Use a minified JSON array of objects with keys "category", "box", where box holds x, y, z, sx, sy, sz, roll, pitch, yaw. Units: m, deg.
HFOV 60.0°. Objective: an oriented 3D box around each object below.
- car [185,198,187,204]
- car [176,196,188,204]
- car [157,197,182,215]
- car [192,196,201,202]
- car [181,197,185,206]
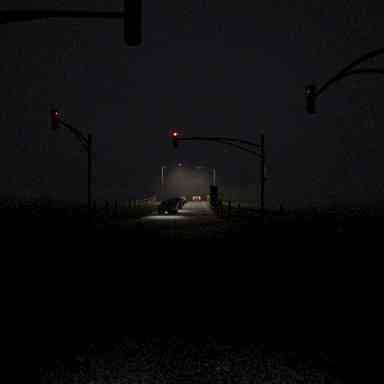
[{"category":"car","box":[-2.122,1.560,53.815,2.033,1.411,5.357,0,0,1]},{"category":"car","box":[-1.923,1.581,63.820,1.994,1.385,4.181,0,0,2]},{"category":"car","box":[-2.414,1.554,34.190,2.033,1.411,5.357,0,0,0]},{"category":"car","box":[1.066,1.617,75.962,1.895,1.301,4.718,0,0,1]},{"category":"car","box":[-2.265,1.514,43.968,1.837,1.490,4.892,0,0,1]}]
